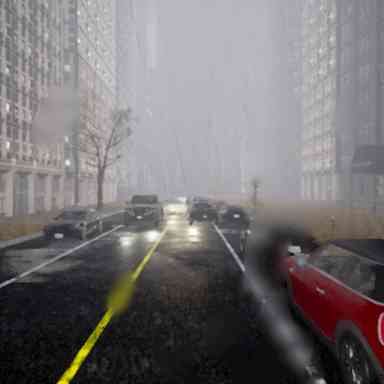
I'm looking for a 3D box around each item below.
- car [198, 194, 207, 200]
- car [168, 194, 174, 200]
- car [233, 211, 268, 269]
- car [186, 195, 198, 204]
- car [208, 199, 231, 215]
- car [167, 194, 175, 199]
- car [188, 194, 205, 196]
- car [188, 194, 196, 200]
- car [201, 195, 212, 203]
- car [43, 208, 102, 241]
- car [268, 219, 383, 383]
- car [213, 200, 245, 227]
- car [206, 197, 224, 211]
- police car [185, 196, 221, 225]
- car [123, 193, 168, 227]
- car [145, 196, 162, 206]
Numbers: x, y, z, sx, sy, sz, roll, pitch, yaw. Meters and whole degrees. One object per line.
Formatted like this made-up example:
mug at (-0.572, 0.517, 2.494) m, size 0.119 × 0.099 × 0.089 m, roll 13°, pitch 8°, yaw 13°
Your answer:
car at (2.656, 1.188, 84.144) m, size 2.008 × 1.369 × 4.403 m, roll -1°, pitch 0°, yaw 0°
car at (-5.725, 1.164, 83.953) m, size 1.752 × 1.417 × 4.829 m, roll -1°, pitch 0°, yaw 0°
car at (2.679, 1.521, 10.789) m, size 1.947 × 1.339 × 4.313 m, roll -1°, pitch 0°, yaw 0°
car at (-0.019, 1.321, 57.671) m, size 1.994 × 1.385 × 4.181 m, roll 0°, pitch 0°, yaw 0°
car at (2.671, 1.406, 33.360) m, size 1.887 × 1.381 × 4.507 m, roll -1°, pitch 0°, yaw 0°
car at (-5.726, 1.193, 89.764) m, size 1.802 × 1.307 × 4.206 m, roll -1°, pitch 0°, yaw 0°
car at (0.835, 1.188, 39.305) m, size 2.097 × 1.767 × 4.553 m, roll 0°, pitch 0°, yaw 0°
car at (-0.026, 1.076, 78.329) m, size 1.994 × 1.385 × 4.181 m, roll 0°, pitch 0°, yaw 0°
car at (2.663, 1.284, 61.574) m, size 1.887 × 1.381 × 4.507 m, roll -1°, pitch 0°, yaw 0°
car at (-5.704, 1.498, 16.427) m, size 1.947 × 1.339 × 4.313 m, roll -1°, pitch 0°, yaw 0°
car at (2.679, 1.419, 5.146) m, size 1.967 × 1.590 × 4.097 m, roll -1°, pitch 0°, yaw 0°
car at (2.675, 1.475, 22.075) m, size 1.947 × 1.339 × 4.313 m, roll -1°, pitch 0°, yaw 0°
car at (2.670, 1.362, 39.172) m, size 1.752 × 1.417 × 4.829 m, roll -1°, pitch 0°, yaw 0°
police car at (0.598, 1.329, 23.401) m, size 1.930 × 1.638 × 5.238 m, roll 0°, pitch 0°, yaw -5°
car at (-3.106, 1.128, 22.389) m, size 2.150 × 2.045 × 5.566 m, roll 0°, pitch 0°, yaw 0°
car at (-5.714, 1.340, 50.274) m, size 2.008 × 1.369 × 4.403 m, roll -1°, pitch 0°, yaw 0°
